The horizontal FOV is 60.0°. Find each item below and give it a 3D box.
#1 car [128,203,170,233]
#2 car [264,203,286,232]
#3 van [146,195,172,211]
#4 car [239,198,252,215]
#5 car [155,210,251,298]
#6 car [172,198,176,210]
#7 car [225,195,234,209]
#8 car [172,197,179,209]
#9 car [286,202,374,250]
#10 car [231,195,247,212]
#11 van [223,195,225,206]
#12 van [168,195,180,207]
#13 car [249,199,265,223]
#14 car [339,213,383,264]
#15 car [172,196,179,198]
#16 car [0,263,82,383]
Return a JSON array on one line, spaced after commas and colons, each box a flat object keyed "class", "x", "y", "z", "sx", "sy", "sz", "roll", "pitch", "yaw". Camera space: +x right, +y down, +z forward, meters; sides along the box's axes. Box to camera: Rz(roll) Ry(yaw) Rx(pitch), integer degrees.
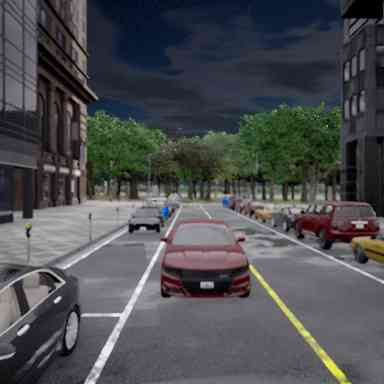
[{"class": "car", "x": -2.588, "y": 1.553, "z": 19.651, "sx": 1.947, "sy": 1.339, "sz": 4.313, "roll": 0, "pitch": 0, "yaw": 0}, {"class": "car", "x": 5.937, "y": 1.541, "z": 19.719, "sx": 2.008, "sy": 1.369, "sz": 4.403, "roll": 0, "pitch": 0, "yaw": 0}, {"class": "van", "x": -2.633, "y": 1.326, "z": 25.088, "sx": 1.690, "sy": 1.788, "sz": 3.998, "roll": 0, "pitch": 0, "yaw": 0}, {"class": "car", "x": 5.849, "y": 1.531, "z": 30.594, "sx": 1.887, "sy": 1.381, "sz": 4.507, "roll": 0, "pitch": 0, "yaw": 0}, {"class": "car", "x": 0.264, "y": 1.472, "z": 8.733, "sx": 1.882, "sy": 1.535, "sz": 5.008, "roll": 0, "pitch": 0, "yaw": 0}, {"class": "car", "x": -2.675, "y": 1.508, "z": 30.356, "sx": 1.752, "sy": 1.417, "sz": 4.829, "roll": 0, "pitch": 0, "yaw": 0}, {"class": "car", "x": 5.760, "y": 1.298, "z": 41.469, "sx": 2.192, "sy": 1.841, "sz": 5.009, "roll": 0, "pitch": 0, "yaw": 0}, {"class": "car", "x": -2.720, "y": 1.547, "z": 35.963, "sx": 1.947, "sy": 1.339, "sz": 4.313, "roll": 0, "pitch": 0, "yaw": 0}, {"class": "car", "x": 5.980, "y": 1.308, "z": 14.282, "sx": 2.192, "sy": 1.841, "sz": 5.009, "roll": 0, "pitch": 0, "yaw": 0}, {"class": "car", "x": 5.804, "y": 1.424, "z": 36.031, "sx": 1.967, "sy": 1.590, "sz": 4.097, "roll": 0, "pitch": 0, "yaw": 0}, {"class": "van", "x": 5.716, "y": 1.323, "z": 46.906, "sx": 1.690, "sy": 1.788, "sz": 3.998, "roll": 0, "pitch": 0, "yaw": 0}, {"class": "van", "x": -2.853, "y": 1.319, "z": 52.275, "sx": 1.690, "sy": 1.788, "sz": 3.998, "roll": 0, "pitch": 0, "yaw": 0}, {"class": "car", "x": 5.891, "y": 1.513, "z": 25.327, "sx": 1.752, "sy": 1.417, "sz": 4.829, "roll": 0, "pitch": 0, "yaw": 0}, {"class": "car", "x": 6.023, "y": 1.522, "z": 9.015, "sx": 1.752, "sy": 1.417, "sz": 4.829, "roll": 0, "pitch": 0, "yaw": 0}, {"class": "car", "x": -2.763, "y": 1.505, "z": 41.230, "sx": 1.752, "sy": 1.417, "sz": 4.829, "roll": 0, "pitch": 0, "yaw": 0}, {"class": "car", "x": -2.456, "y": 1.547, "z": 3.339, "sx": 2.008, "sy": 1.369, "sz": 4.403, "roll": 0, "pitch": 0, "yaw": 0}]
